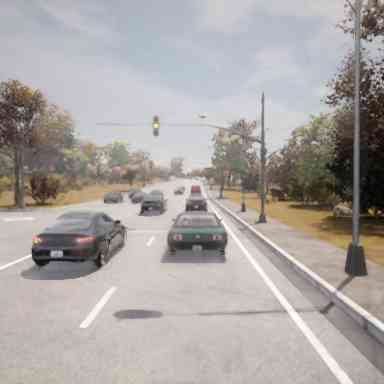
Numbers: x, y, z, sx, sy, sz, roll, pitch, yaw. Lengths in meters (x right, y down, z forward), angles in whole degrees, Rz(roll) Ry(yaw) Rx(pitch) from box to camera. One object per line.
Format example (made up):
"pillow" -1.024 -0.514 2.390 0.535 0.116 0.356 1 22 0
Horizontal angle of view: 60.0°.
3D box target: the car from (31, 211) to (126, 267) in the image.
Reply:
"car" -3.346 1.326 10.527 1.812 1.442 4.674 0 1 0

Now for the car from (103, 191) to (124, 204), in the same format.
"car" -10.126 0.696 43.161 1.837 1.490 4.892 0 1 1

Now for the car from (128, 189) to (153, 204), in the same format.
"car" -6.627 0.718 43.069 1.812 1.442 4.674 0 1 1

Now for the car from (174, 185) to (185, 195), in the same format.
"car" -2.713 -0.196 68.874 1.895 1.301 4.718 0 4 1

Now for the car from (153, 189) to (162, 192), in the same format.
"car" -6.373 0.276 59.322 1.882 1.535 5.008 0 3 1

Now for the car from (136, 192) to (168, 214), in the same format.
"car" -3.132 0.981 27.893 1.837 1.490 4.892 0 1 1

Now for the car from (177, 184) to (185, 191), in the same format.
"car" -2.586 -1.065 78.861 1.895 1.301 4.718 0 4 1

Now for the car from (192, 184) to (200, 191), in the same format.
"car" 0.914 -1.064 78.816 1.895 1.301 4.718 0 4 1

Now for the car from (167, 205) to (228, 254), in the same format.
"car" 0.189 1.369 12.300 1.895 1.301 4.718 0 1 1

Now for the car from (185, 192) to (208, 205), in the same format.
"car" 0.384 0.979 29.156 1.812 1.442 4.674 0 1 1

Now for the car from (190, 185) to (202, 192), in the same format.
"car" 0.781 -0.537 68.388 2.150 2.045 5.566 0 4 1
